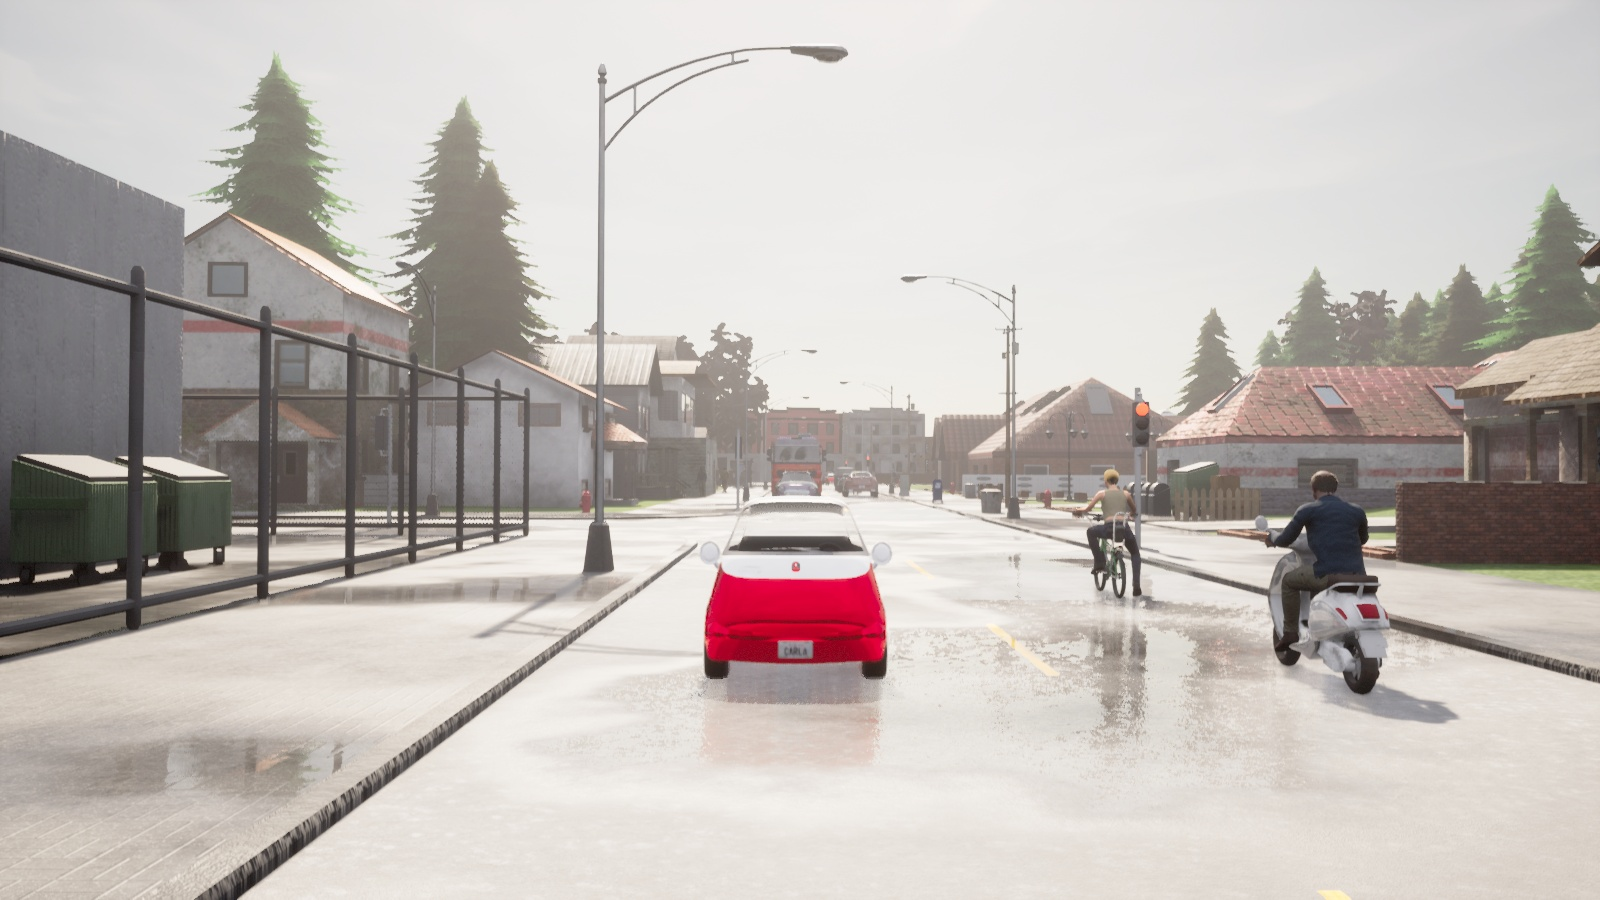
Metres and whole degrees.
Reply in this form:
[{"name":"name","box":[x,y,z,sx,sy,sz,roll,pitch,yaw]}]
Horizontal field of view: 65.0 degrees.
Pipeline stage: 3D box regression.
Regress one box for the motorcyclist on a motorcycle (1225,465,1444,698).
[{"name":"motorcyclist on a motorcycle","box":[3.976,0.918,9.530,0.866,1.590,1.817,0,-1,0]}]

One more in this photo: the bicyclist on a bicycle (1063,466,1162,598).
[{"name":"bicyclist on a bicycle","box":[3.973,1.014,16.096,0.866,1.612,1.509,0,-1,0]}]

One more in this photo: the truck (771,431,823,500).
[{"name":"truck","box":[-0.182,0.941,74.739,2.891,3.827,8.468,0,-1,0]}]

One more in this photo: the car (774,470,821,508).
[{"name":"car","box":[-0.146,1.737,57.415,2.033,1.649,4.856,0,-1,-1]}]

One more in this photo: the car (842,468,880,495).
[{"name":"car","box":[3.809,1.951,79.481,2.152,1.651,5.027,0,-1,0]}]

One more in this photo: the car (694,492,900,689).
[{"name":"car","box":[-0.026,1.045,10.125,1.481,1.376,2.207,0,-1,0]}]

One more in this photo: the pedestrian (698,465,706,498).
[{"name":"pedestrian","box":[-5.570,1.777,71.257,0.370,1.835,0.726,0,-1,3]}]
